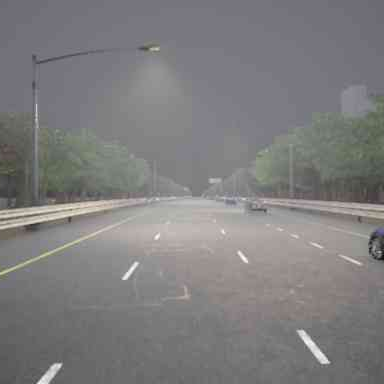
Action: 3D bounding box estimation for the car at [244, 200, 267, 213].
[{"bbox_3d":[7.065,1.597,37.231,2.033,1.411,5.357,0,0,0],"label":"car"}]

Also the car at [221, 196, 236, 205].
[{"bbox_3d":[7.203,1.752,63.726,1.882,1.535,5.008,0,-1,0],"label":"car"}]

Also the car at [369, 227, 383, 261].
[{"bbox_3d":[7.013,1.353,9.375,2.097,1.767,4.553,0,0,0],"label":"car"}]

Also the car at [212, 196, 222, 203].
[{"bbox_3d":[7.422,1.979,90.900,2.097,1.767,4.553,0,-1,1],"label":"car"}]
